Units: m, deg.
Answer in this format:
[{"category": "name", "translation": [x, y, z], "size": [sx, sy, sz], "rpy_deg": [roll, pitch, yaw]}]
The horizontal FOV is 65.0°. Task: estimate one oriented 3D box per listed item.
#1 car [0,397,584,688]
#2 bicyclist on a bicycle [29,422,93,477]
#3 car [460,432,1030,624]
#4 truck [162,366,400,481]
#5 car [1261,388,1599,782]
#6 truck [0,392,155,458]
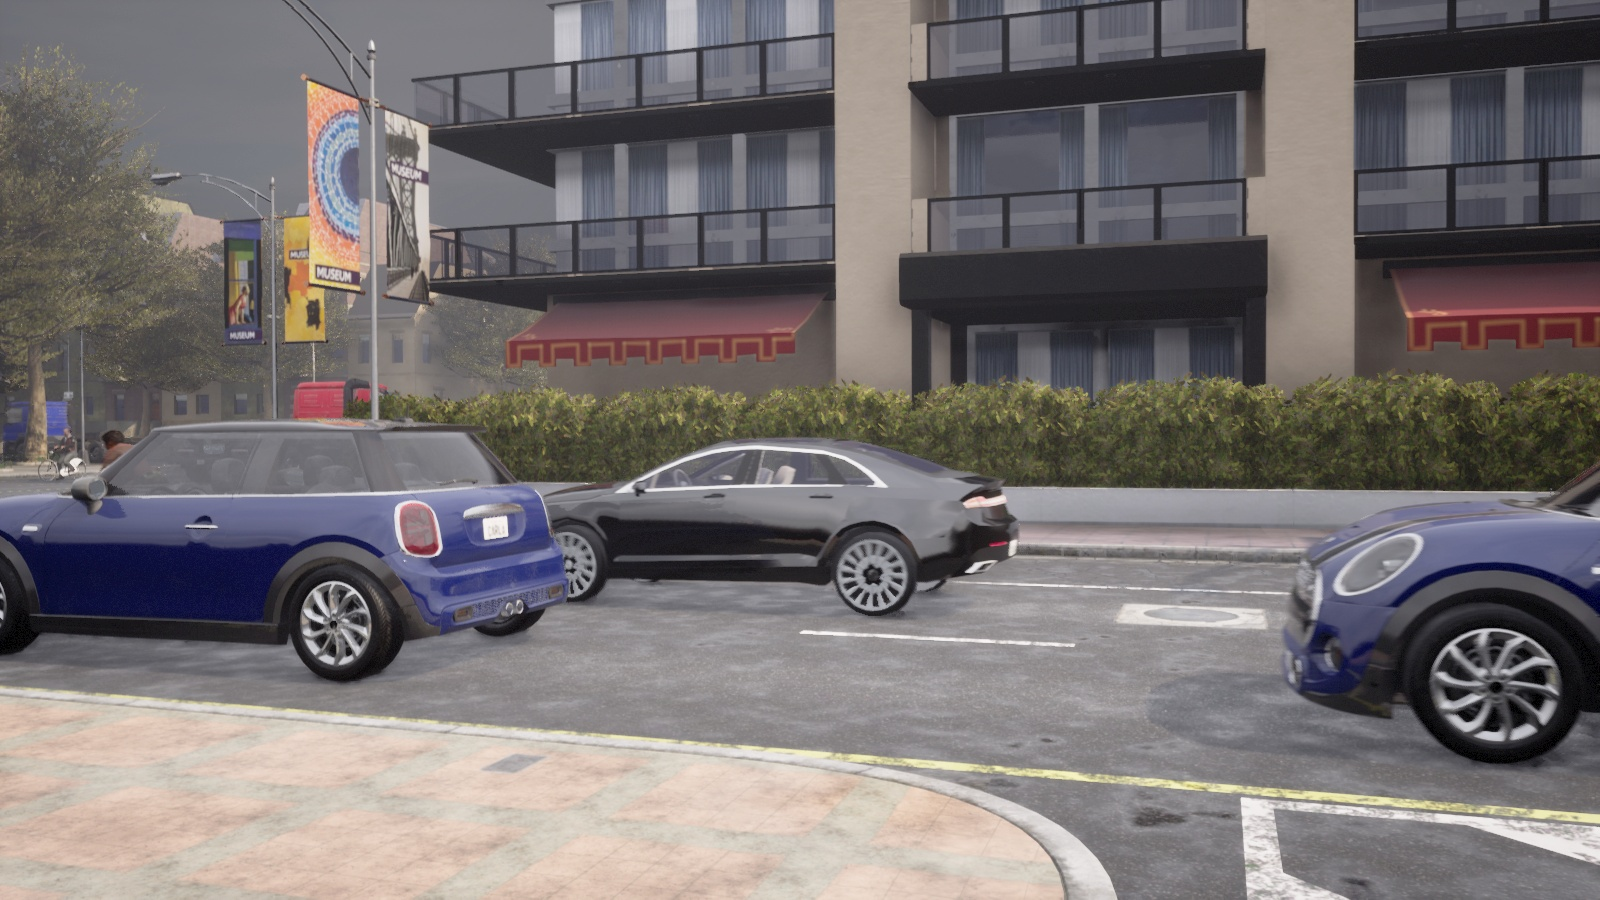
[{"category": "car", "translation": [-4.142, 0.527, 9.332], "size": [4.553, 1.767, 2.097], "rpy_deg": [0, 1, 19]}, {"category": "bicyclist on a bicycle", "translation": [-24.635, -0.035, 41.903], "size": [0.659, 1.776, 1.843], "rpy_deg": [0, 1, 18]}, {"category": "car", "translation": [-0.468, 0.597, 11.790], "size": [4.902, 1.511, 2.128], "rpy_deg": [1, 1, 19]}, {"category": "truck", "translation": [-17.141, -0.870, 42.250], "size": [2.891, 3.462, 7.936], "rpy_deg": [0, 1, 18]}, {"category": "car", "translation": [4.787, 0.601, 6.328], "size": [4.553, 1.767, 2.097], "rpy_deg": [1, 1, 19]}, {"category": "truck", "translation": [-39.620, -1.356, 68.832], "size": [7.936, 3.462, 2.891], "rpy_deg": [0, 1, 19]}]
